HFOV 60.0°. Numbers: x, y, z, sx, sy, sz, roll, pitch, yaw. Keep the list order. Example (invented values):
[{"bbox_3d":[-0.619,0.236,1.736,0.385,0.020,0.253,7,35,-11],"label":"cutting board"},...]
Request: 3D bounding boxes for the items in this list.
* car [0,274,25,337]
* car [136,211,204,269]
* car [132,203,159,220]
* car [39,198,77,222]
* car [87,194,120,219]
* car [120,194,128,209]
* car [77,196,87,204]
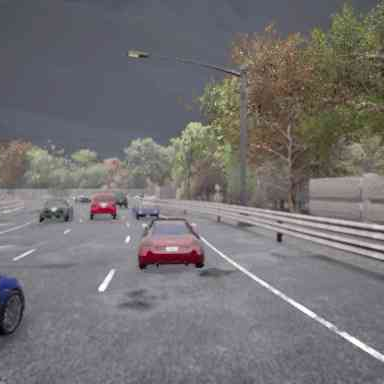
[{"bbox_3d":[-3.659,1.537,3.678,1.812,1.442,4.674,0,0,-2],"label":"car"},{"bbox_3d":[-0.761,1.568,11.332,1.994,1.385,4.181,0,0,-6],"label":"car"},{"bbox_3d":[-4.052,1.617,28.416,1.895,1.301,4.718,0,0,-15],"label":"car"},{"bbox_3d":[-10.824,1.387,26.829,2.097,1.767,4.553,0,0,-15],"label":"car"},{"bbox_3d":[-7.946,1.249,29.669,2.150,2.045,5.566,0,0,-16],"label":"car"},{"bbox_3d":[-10.602,1.259,46.703,2.150,2.045,5.566,0,0,-25],"label":"car"},{"bbox_3d":[-21.849,1.579,65.559,1.837,1.490,4.892,0,0,-35],"label":"car"}]
